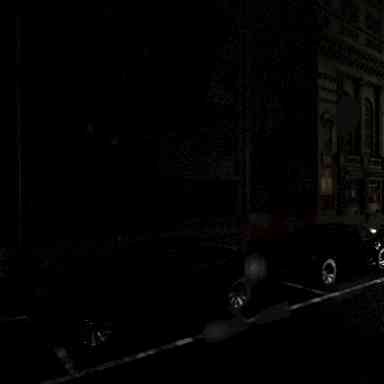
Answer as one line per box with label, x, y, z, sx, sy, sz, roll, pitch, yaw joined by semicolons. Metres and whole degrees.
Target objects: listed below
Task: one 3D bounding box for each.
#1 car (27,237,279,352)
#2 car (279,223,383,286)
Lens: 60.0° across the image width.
car;-0.636;1.573;6.198;4.313;1.339;1.947;0;0;-36
car;3.951;1.586;9.473;4.313;1.339;1.947;0;0;-36
